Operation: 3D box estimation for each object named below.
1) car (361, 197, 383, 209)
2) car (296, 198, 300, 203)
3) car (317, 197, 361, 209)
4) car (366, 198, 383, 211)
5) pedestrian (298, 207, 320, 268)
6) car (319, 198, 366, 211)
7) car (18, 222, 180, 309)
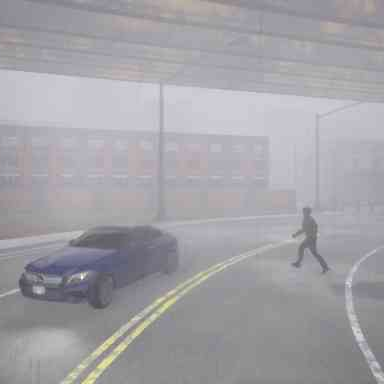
[{"bbox_3d":[21.400,1.295,39.219,1.853,1.218,4.536,0,0,15],"label":"car"},{"bbox_3d":[16.841,1.452,60.504,4.974,1.542,2.038,0,0,40],"label":"car"},{"bbox_3d":[17.837,1.295,40.464,1.853,1.218,4.536,0,0,-45],"label":"car"},{"bbox_3d":[21.386,1.452,39.169,2.038,1.542,4.974,0,0,15],"label":"car"},{"bbox_3d":[3.267,1.294,9.283,0.375,1.860,0.375,0,0,29],"label":"pedestrian"},{"bbox_3d":[17.874,1.452,40.427,2.038,1.542,4.974,0,0,-45],"label":"car"},{"bbox_3d":[-1.866,1.526,8.198,1.812,1.442,4.674,0,0,24],"label":"car"}]
